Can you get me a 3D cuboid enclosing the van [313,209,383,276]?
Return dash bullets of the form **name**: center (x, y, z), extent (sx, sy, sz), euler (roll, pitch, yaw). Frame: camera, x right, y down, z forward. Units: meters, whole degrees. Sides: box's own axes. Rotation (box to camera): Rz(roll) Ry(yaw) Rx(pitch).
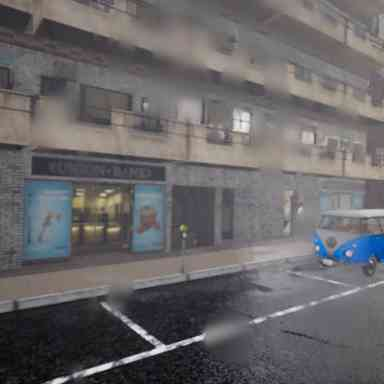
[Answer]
- **van**: center (5.497, 1.445, 10.448), extent (3.998, 1.788, 1.690), euler (1, 1, -35)
